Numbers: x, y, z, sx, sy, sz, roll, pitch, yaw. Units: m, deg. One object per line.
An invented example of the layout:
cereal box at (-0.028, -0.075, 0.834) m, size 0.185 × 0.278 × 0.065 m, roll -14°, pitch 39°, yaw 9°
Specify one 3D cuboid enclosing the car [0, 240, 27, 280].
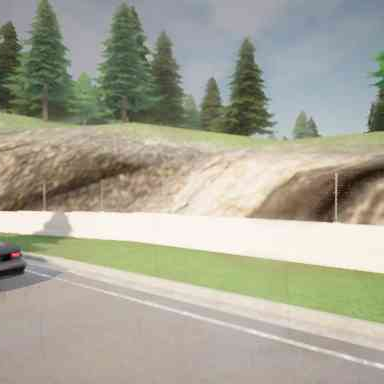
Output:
car at (-6.490, 1.502, 8.410) m, size 5.357 × 1.411 × 2.033 m, roll 0°, pitch 0°, yaw 31°
